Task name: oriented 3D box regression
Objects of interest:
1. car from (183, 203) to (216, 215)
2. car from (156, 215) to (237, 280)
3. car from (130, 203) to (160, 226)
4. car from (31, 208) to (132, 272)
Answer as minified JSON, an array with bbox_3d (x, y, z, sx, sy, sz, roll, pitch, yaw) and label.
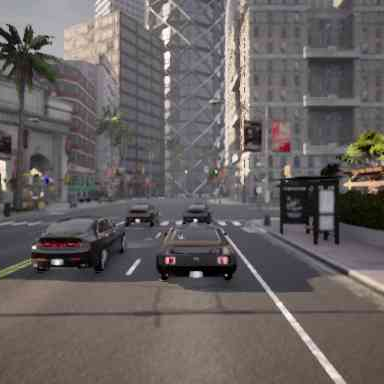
[{"bbox_3d":[0.539,1.507,23.401,1.837,1.490,4.892,-1,0,8],"label":"car"},{"bbox_3d":[0.103,1.601,9.857,1.895,1.301,4.718,0,0,0],"label":"car"},{"bbox_3d":[-3.396,1.506,23.213,1.837,1.490,4.892,0,0,0],"label":"car"},{"bbox_3d":[-3.396,1.506,10.798,1.837,1.490,4.892,0,0,0],"label":"car"}]
